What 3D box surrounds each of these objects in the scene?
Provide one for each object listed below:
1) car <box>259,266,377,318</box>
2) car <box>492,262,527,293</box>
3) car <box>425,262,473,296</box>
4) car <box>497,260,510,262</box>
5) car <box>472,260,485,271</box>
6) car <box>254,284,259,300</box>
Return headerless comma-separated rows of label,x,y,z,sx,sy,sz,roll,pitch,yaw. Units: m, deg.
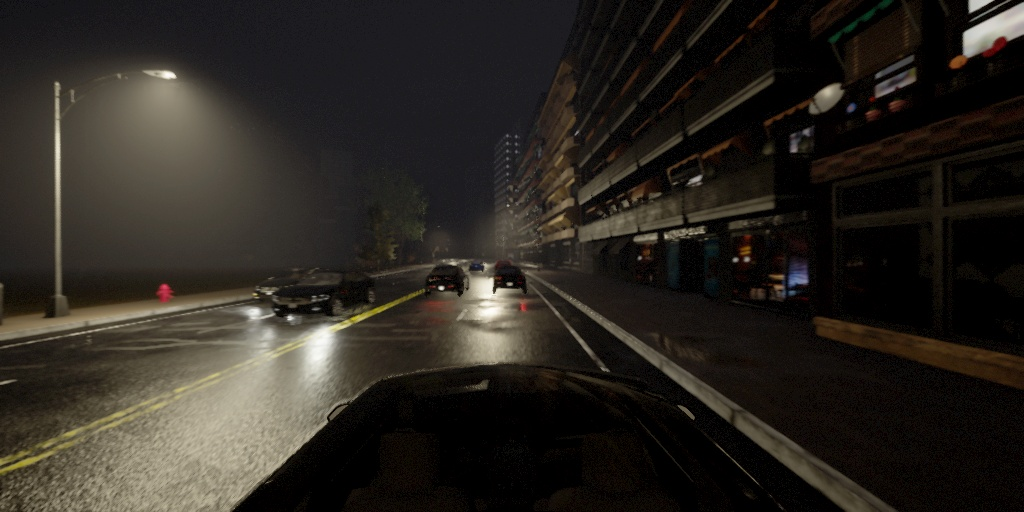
car,-6.710,1.243,13.394,1.882,1.535,5.008,0,0,-1
car,-0.167,1.249,20.530,1.812,1.442,4.674,0,0,-1
car,-3.373,1.246,19.212,1.837,1.490,4.892,0,0,-1
car,-0.942,1.181,39.413,1.882,1.535,5.008,0,0,-3
car,-4.723,1.276,48.042,1.994,1.385,4.181,0,0,-4
car,-10.032,1.281,17.153,1.837,1.490,4.892,0,0,-1
